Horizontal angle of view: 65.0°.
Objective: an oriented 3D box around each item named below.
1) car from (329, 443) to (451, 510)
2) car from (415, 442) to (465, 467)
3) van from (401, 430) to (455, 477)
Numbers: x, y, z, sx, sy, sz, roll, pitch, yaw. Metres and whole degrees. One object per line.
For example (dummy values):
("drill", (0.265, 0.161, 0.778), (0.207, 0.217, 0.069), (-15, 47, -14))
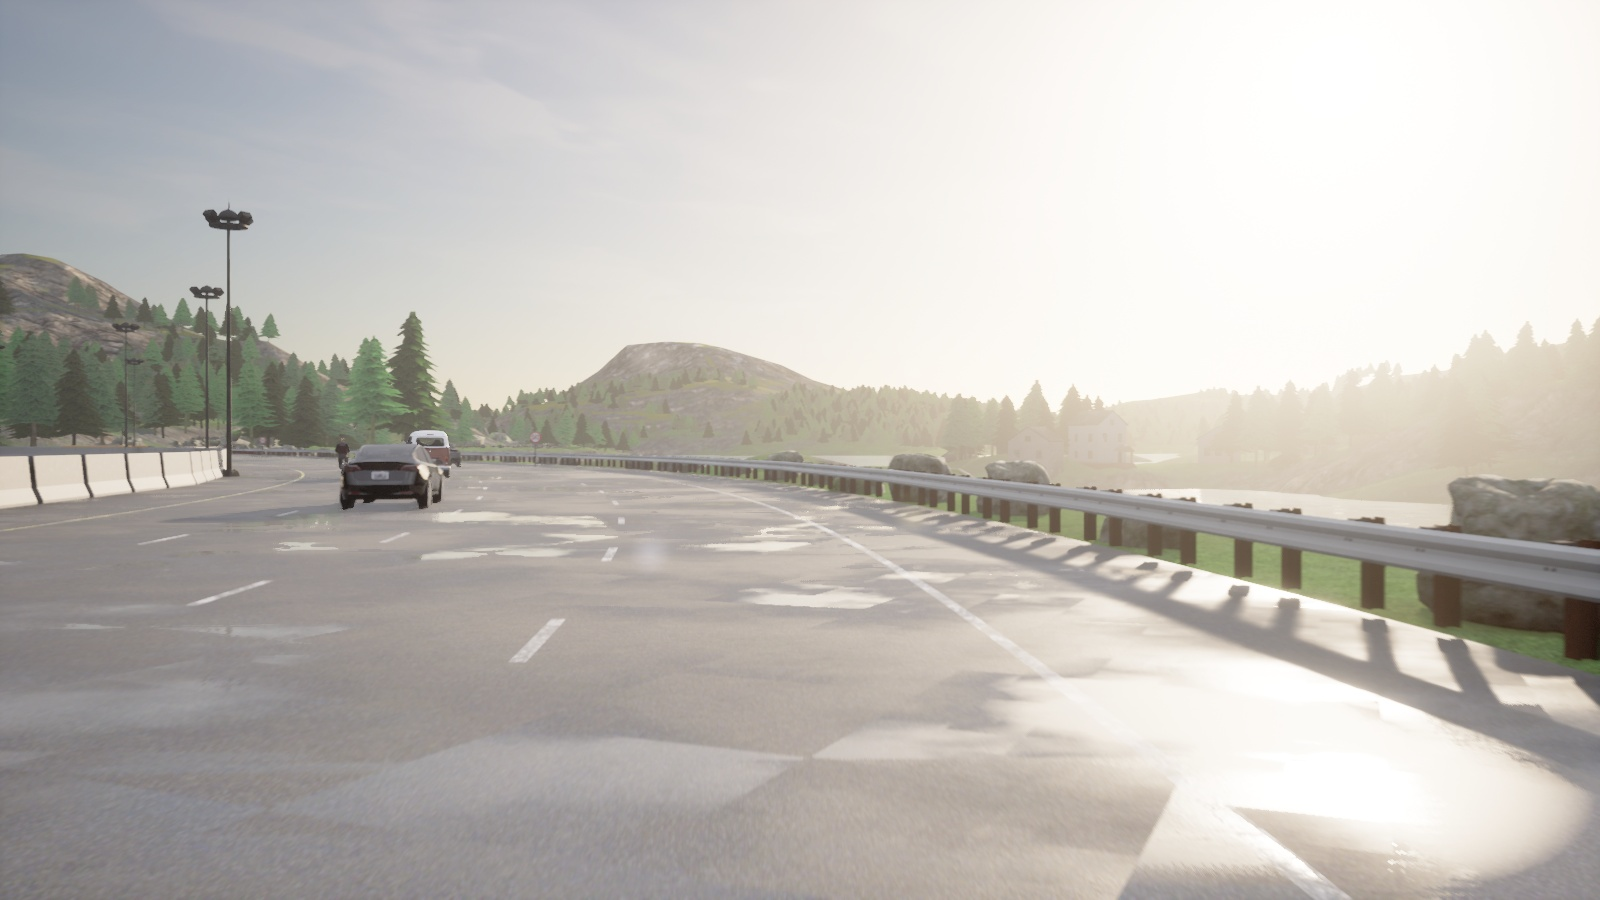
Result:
("car", (-9.760, 0.570, 30.284), (2.163, 1.488, 4.792), (0, 0, -10))
("car", (-22.551, 0.246, 78.531), (2.128, 1.511, 4.902), (0, 0, -27))
("van", (-16.659, 0.144, 56.094), (2.069, 2.038, 4.480), (0, 0, -20))
